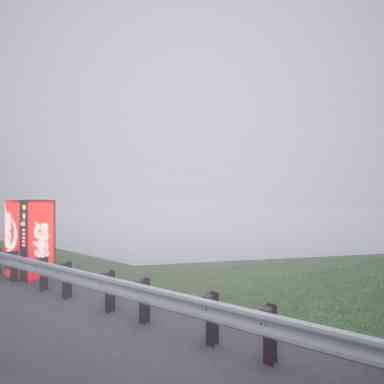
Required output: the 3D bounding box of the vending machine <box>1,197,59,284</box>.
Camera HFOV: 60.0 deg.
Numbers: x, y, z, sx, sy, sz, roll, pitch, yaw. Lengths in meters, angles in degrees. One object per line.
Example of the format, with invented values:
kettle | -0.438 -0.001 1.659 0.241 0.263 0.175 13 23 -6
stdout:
vending machine | -4.296 1.195 8.838 0.880 2.100 1.100 0 0 36
